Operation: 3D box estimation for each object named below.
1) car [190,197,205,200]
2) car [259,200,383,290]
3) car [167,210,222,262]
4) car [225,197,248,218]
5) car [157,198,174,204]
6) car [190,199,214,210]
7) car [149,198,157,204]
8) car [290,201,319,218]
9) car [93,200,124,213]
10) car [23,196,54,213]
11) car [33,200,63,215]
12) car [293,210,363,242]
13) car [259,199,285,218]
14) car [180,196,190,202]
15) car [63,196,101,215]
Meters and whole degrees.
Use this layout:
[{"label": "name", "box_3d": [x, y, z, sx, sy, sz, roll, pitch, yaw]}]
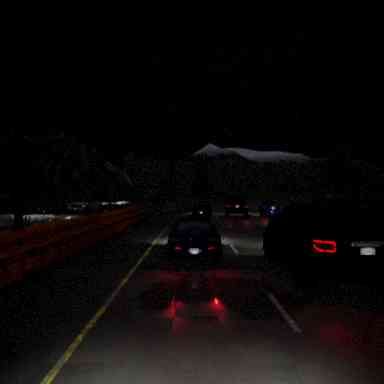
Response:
[{"label": "car", "box_3d": [1.949, 2.025, 78.606, 2.128, 1.511, 4.902, 0, -1, 23]}, {"label": "car", "box_3d": [3.575, 1.301, 9.411, 2.150, 2.045, 5.566, 0, 0, 0]}, {"label": "car", "box_3d": [0.089, 1.627, 12.402, 1.812, 1.442, 4.674, 0, 0, 0]}, {"label": "car", "box_3d": [4.551, 1.496, 33.893, 2.150, 2.045, 5.566, 0, 0, 6]}, {"label": "car", "box_3d": [-5.803, 2.117, 78.204, 1.837, 1.490, 4.892, 0, 0, 21]}, {"label": "car", "box_3d": [1.182, 1.788, 34.941, 1.837, 1.490, 4.892, 0, -1, 7]}, {"label": "car", "box_3d": [-8.551, 2.125, 80.764, 1.837, 1.490, 4.892, 0, -1, 23]}, {"label": "car", "box_3d": [11.767, 1.761, 35.128, 1.882, 1.535, 5.008, 0, 0, 7]}, {"label": "car", "box_3d": [-9.198, 1.873, 37.954, 1.994, 1.385, 4.181, 0, 0, 8]}, {"label": "car", "box_3d": [-19.324, 1.560, 41.551, 2.150, 2.045, 5.566, 0, 0, 8]}, {"label": "car", "box_3d": [-16.125, 1.921, 39.154, 1.895, 1.301, 4.718, 0, 0, 8]}, {"label": "car", "box_3d": [7.120, 1.747, 18.036, 1.895, 1.301, 4.718, 0, 0, 1]}, {"label": "car", "box_3d": [8.185, 1.632, 34.596, 2.097, 1.767, 4.553, 0, 0, 6]}, {"label": "car", "box_3d": [-1.238, 1.863, 80.055, 2.097, 1.767, 4.553, 0, -1, 23]}, {"label": "car", "box_3d": [-12.552, 1.544, 39.537, 2.150, 2.045, 5.566, 0, 0, 8]}]
